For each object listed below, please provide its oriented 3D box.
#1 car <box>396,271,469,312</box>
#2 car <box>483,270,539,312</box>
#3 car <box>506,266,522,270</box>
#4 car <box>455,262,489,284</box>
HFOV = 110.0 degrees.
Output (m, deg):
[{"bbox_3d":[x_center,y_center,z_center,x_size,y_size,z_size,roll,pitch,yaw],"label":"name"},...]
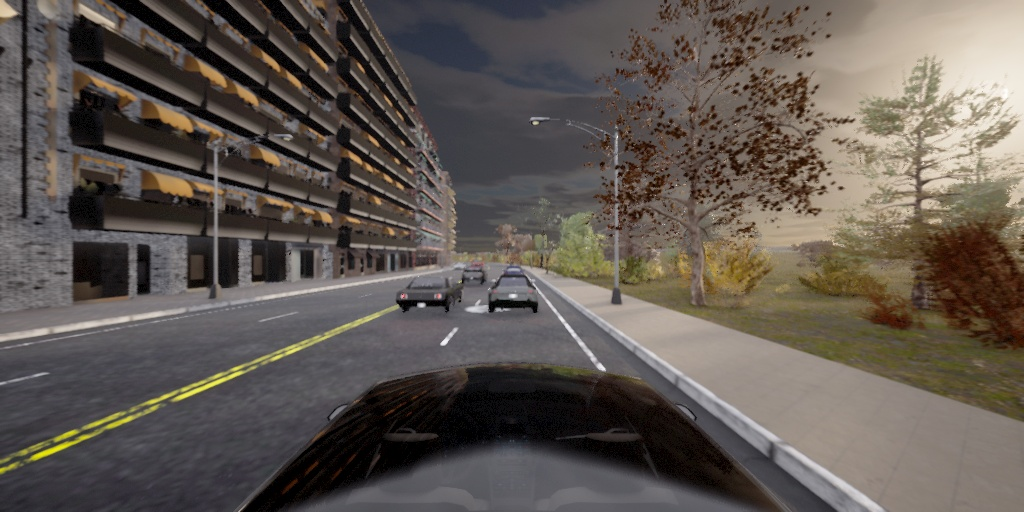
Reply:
[{"bbox_3d":[-3.189,1.489,14.978,1.895,1.301,4.718,0,-1,1],"label":"car"},{"bbox_3d":[0.065,1.454,15.128,1.994,1.385,4.181,0,-1,1],"label":"car"},{"bbox_3d":[0.160,1.579,30.617,1.812,1.442,4.674,0,0,1],"label":"car"},{"bbox_3d":[-3.097,1.542,30.243,2.128,1.511,4.902,0,0,1],"label":"car"}]
